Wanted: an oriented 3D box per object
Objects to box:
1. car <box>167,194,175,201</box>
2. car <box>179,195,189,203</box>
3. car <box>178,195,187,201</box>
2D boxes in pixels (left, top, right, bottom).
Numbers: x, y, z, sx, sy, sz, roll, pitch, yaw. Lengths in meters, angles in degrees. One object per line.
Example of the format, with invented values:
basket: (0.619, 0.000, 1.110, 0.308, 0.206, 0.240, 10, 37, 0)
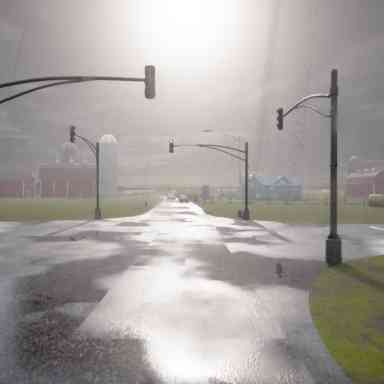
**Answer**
car: (-4.655, 1.182, 74.000, 1.812, 1.442, 4.674, 0, 0, -3)
car: (-1.670, 1.624, 69.999, 1.895, 1.301, 4.718, 0, 0, -3)
car: (-2.274, 1.464, 79.983, 1.837, 1.490, 4.892, 0, 0, -4)
